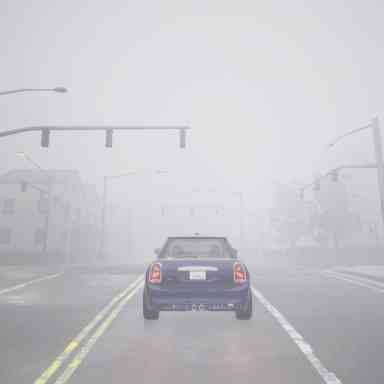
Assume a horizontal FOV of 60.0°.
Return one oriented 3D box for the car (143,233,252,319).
[{"bbox_3d":[0.105,1.810,8.263,2.097,1.767,4.553,0,-7,0],"label":"car"}]
